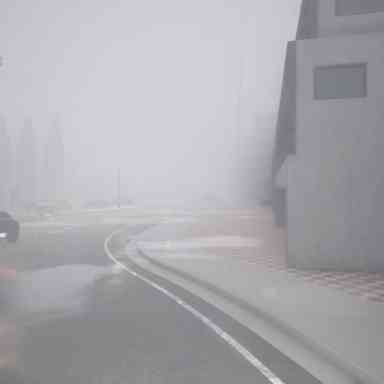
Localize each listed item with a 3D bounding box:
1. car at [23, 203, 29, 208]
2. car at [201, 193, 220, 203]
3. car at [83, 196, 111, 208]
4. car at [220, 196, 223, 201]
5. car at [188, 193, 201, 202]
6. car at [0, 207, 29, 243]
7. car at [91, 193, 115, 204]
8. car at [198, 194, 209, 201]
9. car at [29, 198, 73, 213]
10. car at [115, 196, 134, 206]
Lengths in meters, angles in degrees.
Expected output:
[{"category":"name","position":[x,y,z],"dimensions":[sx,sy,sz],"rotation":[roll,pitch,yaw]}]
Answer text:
[{"category":"car","position":[-18.253,1.580,40.507],"dimensions":[1.895,1.301,4.718],"rotation":[0,0,13]},{"category":"car","position":[4.032,1.194,70.991],"dimensions":[2.150,2.045,5.566],"rotation":[0,0,13]},{"category":"car","position":[-13.288,1.578,46.461],"dimensions":[1.895,1.301,4.718],"rotation":[0,0,13]},{"category":"car","position":[6.276,1.518,81.155],"dimensions":[1.994,1.385,4.181],"rotation":[0,0,13]},{"category":"car","position":[0.617,1.186,71.805],"dimensions":[2.150,2.045,5.566],"rotation":[0,0,13]},{"category":"car","position":[-9.572,1.496,14.932],"dimensions":[4.892,1.490,1.837],"rotation":[0,0,38]},{"category":"car","position":[-15.187,1.197,54.049],"dimensions":[2.150,2.045,5.566],"rotation":[0,0,13]},{"category":"car","position":[2.776,1.321,81.542],"dimensions":[1.812,1.442,4.674],"rotation":[0,0,13]},{"category":"car","position":[-15.407,1.459,37.363],"dimensions":[1.882,1.535,5.008],"rotation":[0,0,14]},{"category":"car","position":[-11.265,1.465,55.531],"dimensions":[2.128,1.511,4.902],"rotation":[0,0,13]}]
